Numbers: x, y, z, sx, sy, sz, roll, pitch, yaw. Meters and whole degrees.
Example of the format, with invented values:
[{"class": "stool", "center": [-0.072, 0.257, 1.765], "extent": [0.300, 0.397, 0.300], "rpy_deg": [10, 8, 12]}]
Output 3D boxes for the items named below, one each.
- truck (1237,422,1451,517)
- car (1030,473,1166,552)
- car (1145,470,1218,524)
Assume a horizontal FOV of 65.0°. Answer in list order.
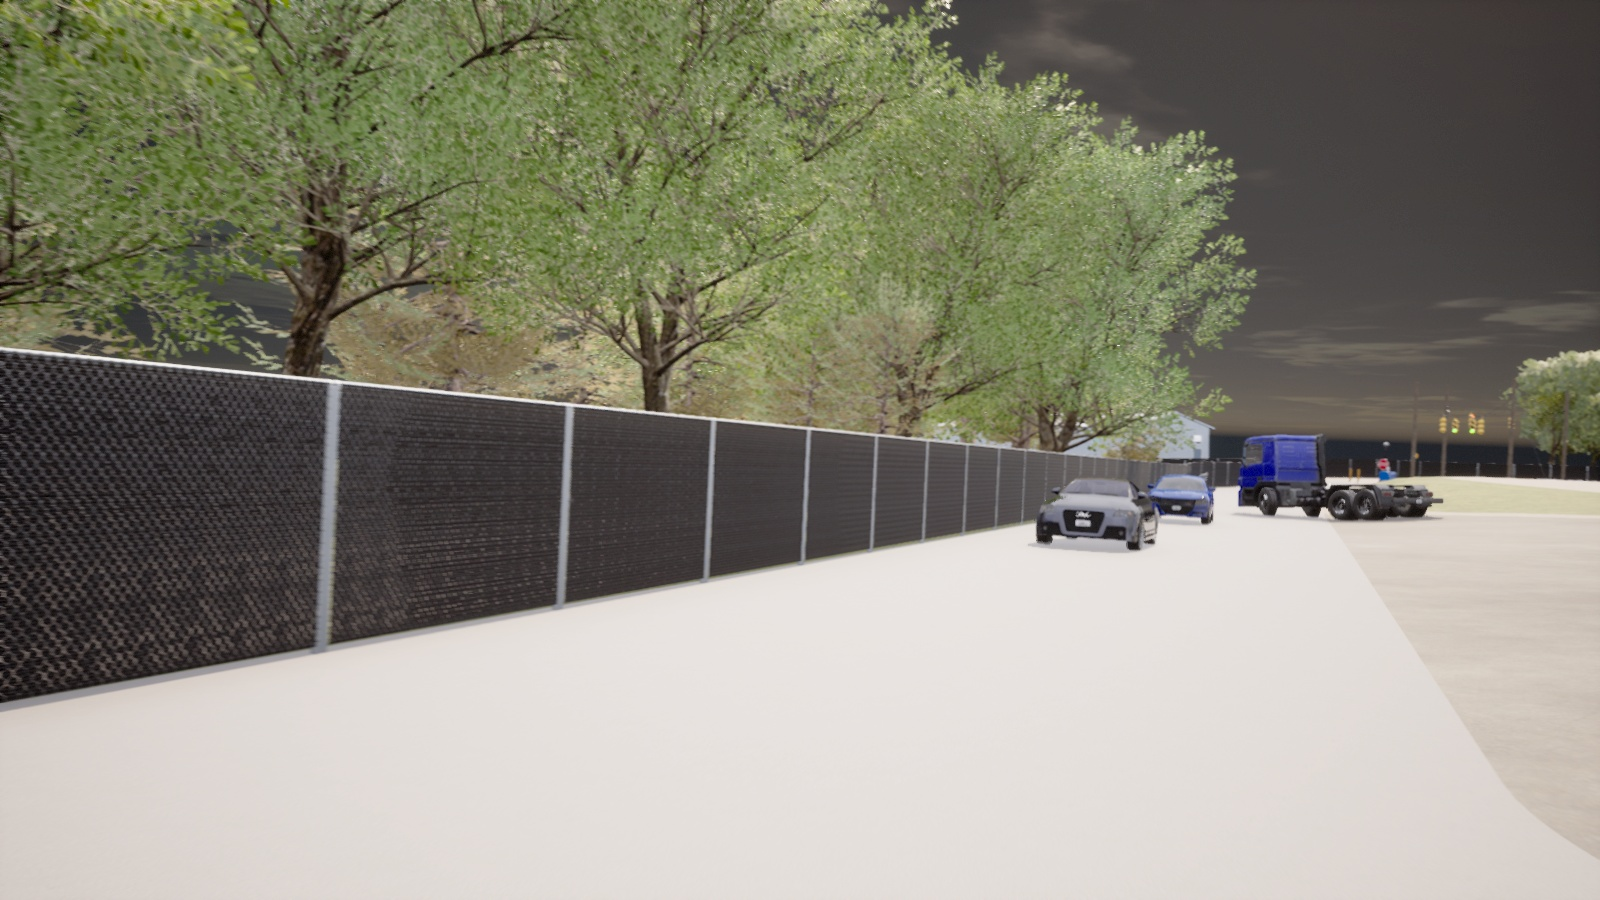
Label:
[{"class": "truck", "center": [21.361, 0.837, 49.914], "extent": [2.891, 3.462, 7.936], "rpy_deg": [1, -2, -23]}, {"class": "car", "center": [6.178, 1.221, 25.710], "extent": [1.994, 1.385, 4.181], "rpy_deg": [2, 0, 23]}, {"class": "car", "center": [12.340, 1.464, 40.424], "extent": [1.882, 1.535, 5.008], "rpy_deg": [2, 0, 20]}]
